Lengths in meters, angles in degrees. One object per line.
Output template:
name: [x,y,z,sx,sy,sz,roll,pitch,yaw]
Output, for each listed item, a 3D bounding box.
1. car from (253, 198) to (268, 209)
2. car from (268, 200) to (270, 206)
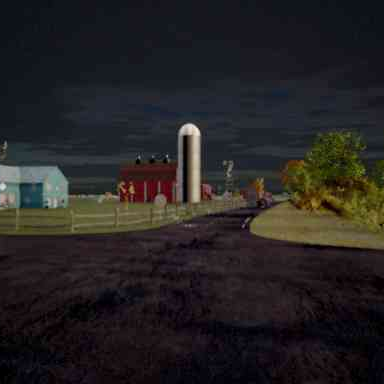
car: [11.773,2.259,58.653,1.837,1.490,4.892,0,-1,17]
car: [14.811,2.102,68.595,2.097,1.767,4.553,0,-1,17]
